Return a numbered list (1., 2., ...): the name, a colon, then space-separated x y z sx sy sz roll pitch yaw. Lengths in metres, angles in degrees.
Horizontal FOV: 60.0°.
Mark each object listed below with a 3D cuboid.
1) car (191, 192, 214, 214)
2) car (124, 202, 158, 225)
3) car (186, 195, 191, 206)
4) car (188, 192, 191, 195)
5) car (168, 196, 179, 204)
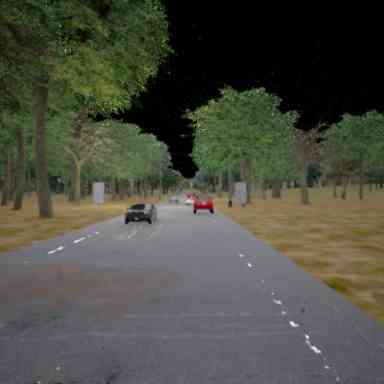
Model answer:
1. car: 1.207 1.238 36.317 2.150 2.045 5.566 0 0 0
2. car: -3.610 1.485 24.094 1.882 1.535 5.008 0 0 0
3. car: -0.026 1.617 55.808 1.895 1.301 4.718 0 0 0
4. car: -0.035 1.105 71.728 2.150 2.045 5.566 0 0 0
5. car: -3.539 1.527 65.064 1.812 1.442 4.674 0 0 0
